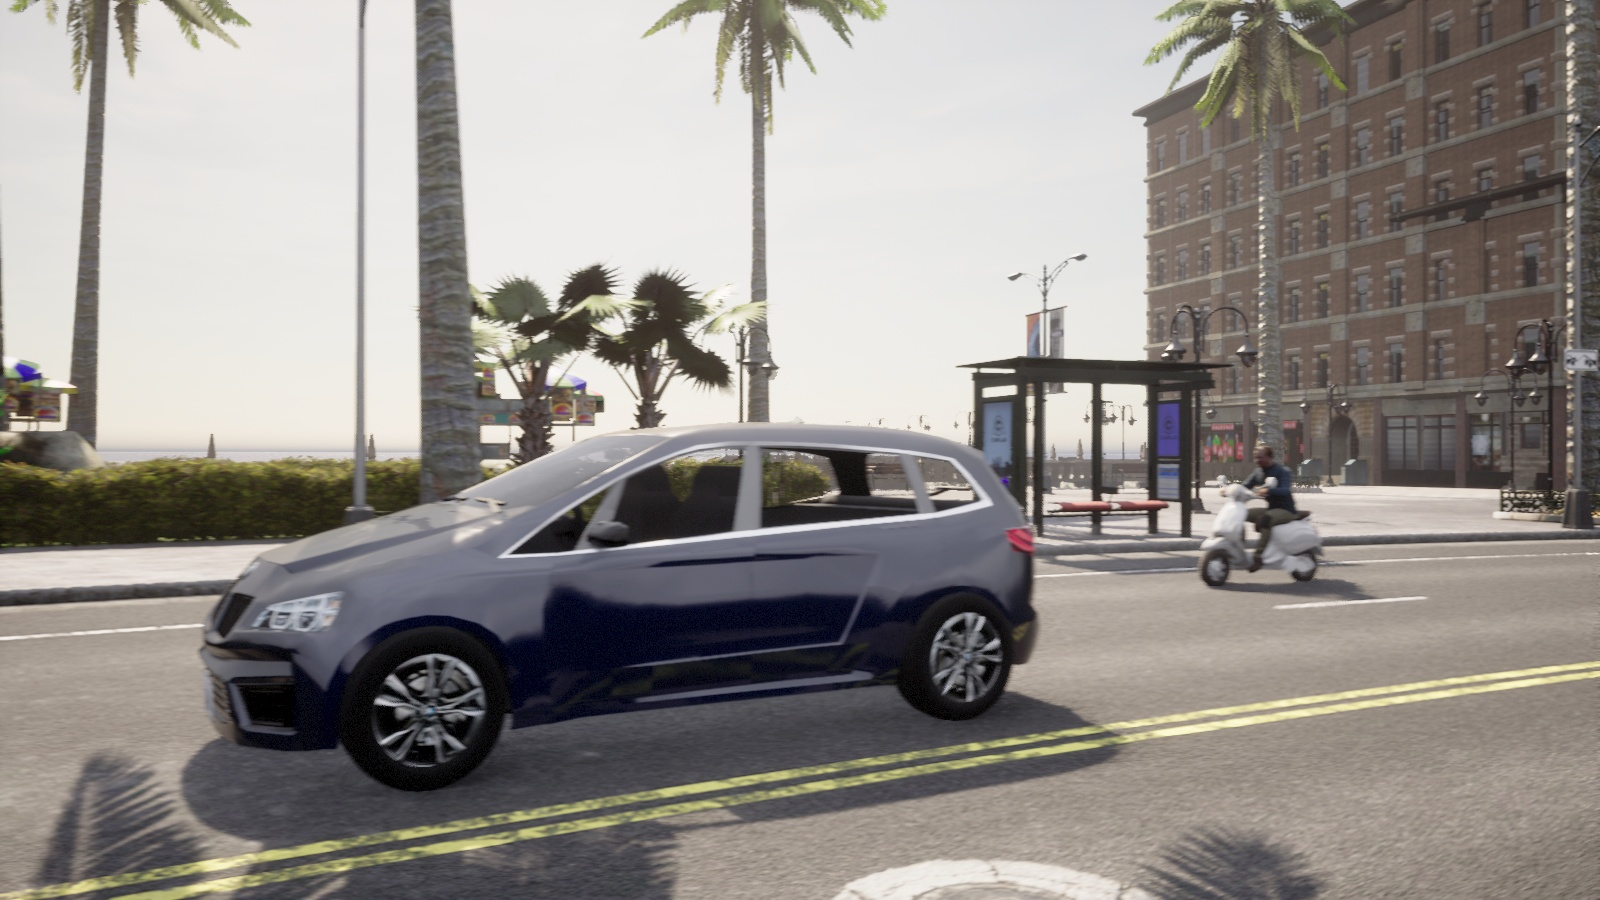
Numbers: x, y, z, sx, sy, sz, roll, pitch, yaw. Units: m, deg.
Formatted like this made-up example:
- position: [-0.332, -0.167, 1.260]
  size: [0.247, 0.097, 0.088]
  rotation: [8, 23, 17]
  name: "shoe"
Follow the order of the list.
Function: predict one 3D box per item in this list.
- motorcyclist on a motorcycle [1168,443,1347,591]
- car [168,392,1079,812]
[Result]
- position: [5.199, 0.720, 14.276]
  size: [1.817, 1.590, 0.866]
  rotation: [0, 0, -24]
  name: "motorcyclist on a motorcycle"
- position: [-0.931, 0.607, 7.121]
  size: [4.611, 1.667, 2.242]
  rotation: [0, 0, -30]
  name: "car"
